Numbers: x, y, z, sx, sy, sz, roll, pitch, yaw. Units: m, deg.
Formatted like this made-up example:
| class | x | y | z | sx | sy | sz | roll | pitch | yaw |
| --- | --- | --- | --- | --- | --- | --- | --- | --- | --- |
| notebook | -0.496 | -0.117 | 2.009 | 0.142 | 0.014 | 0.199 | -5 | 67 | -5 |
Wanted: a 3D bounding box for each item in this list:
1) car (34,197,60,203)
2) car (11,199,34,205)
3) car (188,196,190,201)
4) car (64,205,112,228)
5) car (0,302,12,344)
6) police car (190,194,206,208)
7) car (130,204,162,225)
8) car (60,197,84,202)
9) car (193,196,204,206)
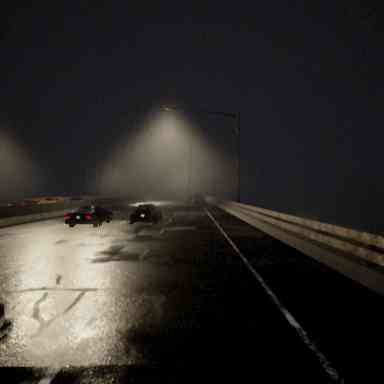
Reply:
| class | x | y | z | sx | sy | sz | roll | pitch | yaw |
| --- | --- | --- | --- | --- | --- | --- | --- | --- | --- |
| car | -21.030 | 1.560 | 49.593 | 1.882 | 1.535 | 5.008 | 0 | 0 | 0 |
| car | -24.531 | 1.682 | 48.729 | 1.895 | 1.301 | 4.718 | 0 | 0 | 0 |
| car | 0.055 | 1.501 | 82.586 | 1.837 | 1.490 | 4.892 | 0 | 0 | 0 |
| car | -6.885 | 1.586 | 22.612 | 2.033 | 1.411 | 5.357 | 0 | 0 | 0 |
| car | -3.399 | 1.552 | 2.096 | 2.033 | 1.411 | 5.357 | 0 | 0 | 0 |
| police car | 1.083 | 1.507 | 49.237 | 1.930 | 1.638 | 5.238 | 0 | 0 | 0 |
| car | -3.383 | 1.606 | 24.871 | 1.994 | 1.385 | 4.181 | 0 | 0 | 0 |
| car | -17.535 | 1.561 | 50.036 | 1.882 | 1.535 | 5.008 | 0 | 0 | 0 |
| car | 1.090 | 1.575 | 59.127 | 1.882 | 1.535 | 5.008 | 0 | 0 | 0 |
